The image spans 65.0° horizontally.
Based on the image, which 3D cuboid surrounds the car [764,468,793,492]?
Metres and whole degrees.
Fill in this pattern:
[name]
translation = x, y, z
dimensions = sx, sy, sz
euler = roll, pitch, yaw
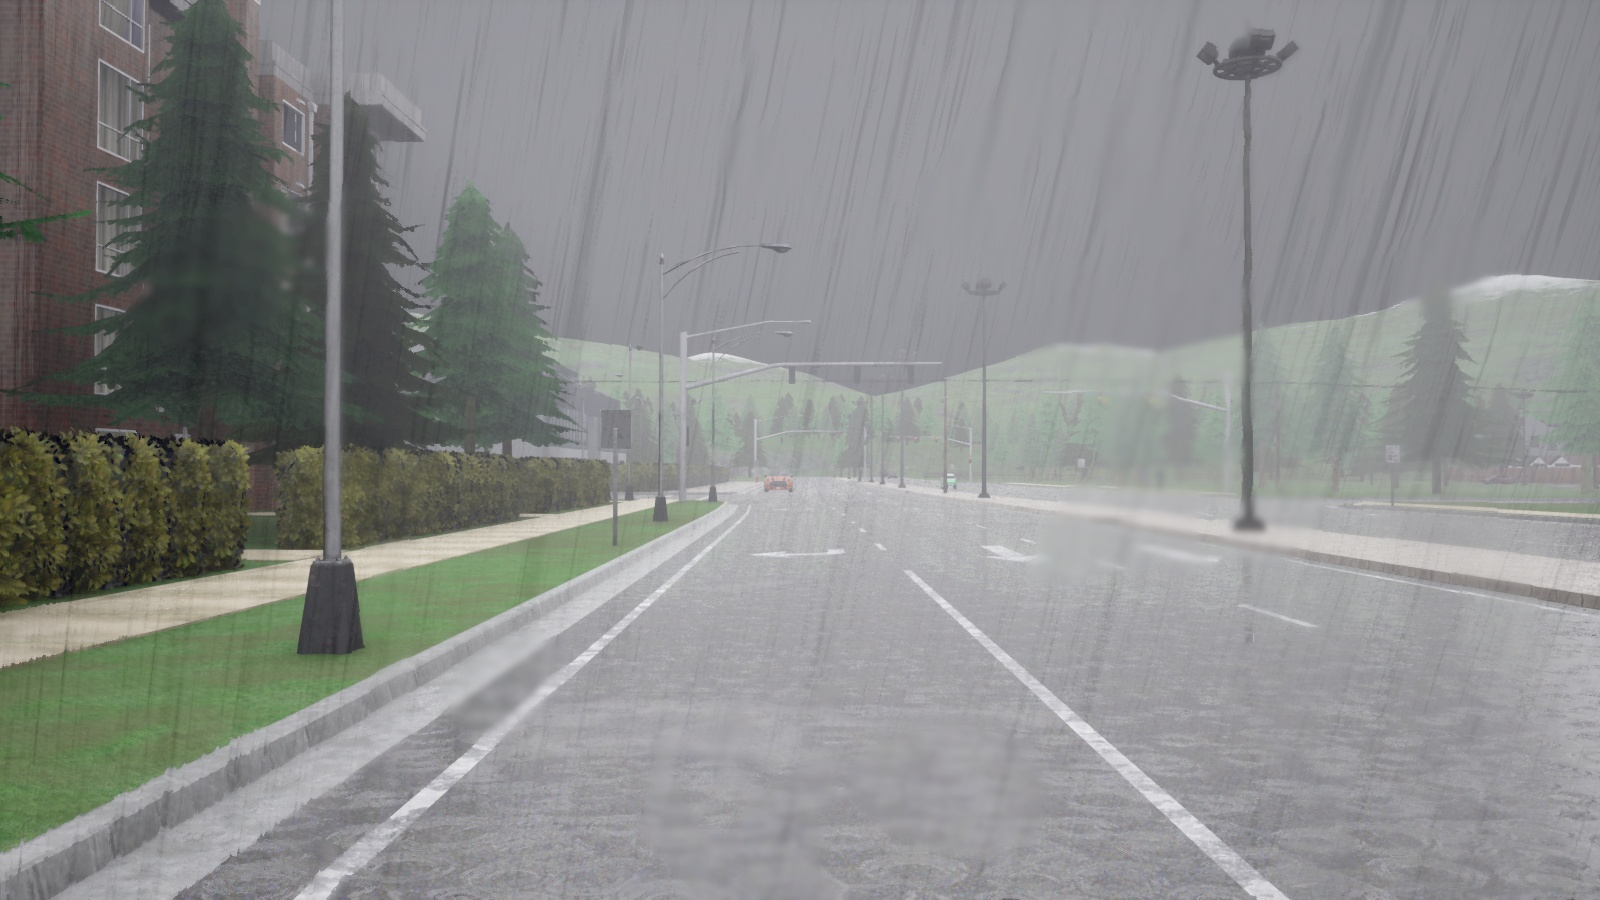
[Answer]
[car]
translation = -1.571, 2.254, 94.034
dimensions = 2.097, 1.767, 4.553
euler = 0, -1, 0
